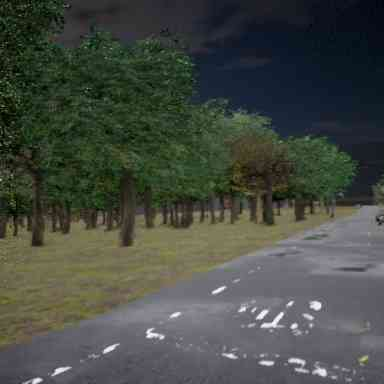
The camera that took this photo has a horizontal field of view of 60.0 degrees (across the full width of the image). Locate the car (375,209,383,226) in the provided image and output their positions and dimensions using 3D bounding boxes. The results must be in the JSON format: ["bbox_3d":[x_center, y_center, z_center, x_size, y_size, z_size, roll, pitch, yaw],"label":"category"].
[{"bbox_3d":[20.894,2.769,35.438,2.128,1.511,4.902,-3,-4,28],"label":"car"}]

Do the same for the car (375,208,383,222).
[{"bbox_3d":[25.959,3.114,44.880,2.097,1.767,4.553,-3,-4,28],"label":"car"}]
